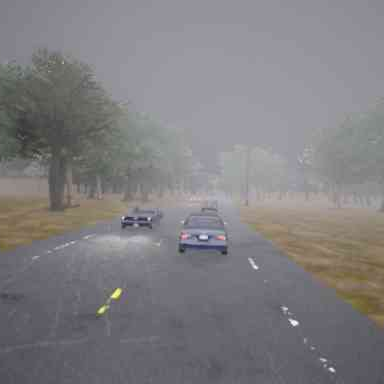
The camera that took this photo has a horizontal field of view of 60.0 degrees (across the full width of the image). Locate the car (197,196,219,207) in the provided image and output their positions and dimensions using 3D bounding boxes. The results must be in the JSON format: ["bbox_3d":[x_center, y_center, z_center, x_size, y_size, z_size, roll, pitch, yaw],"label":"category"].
[{"bbox_3d":[2.082,1.555,38.433,2.033,1.411,5.357,3,1,5],"label":"car"}]

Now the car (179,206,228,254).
[{"bbox_3d":[0.488,1.575,13.748,2.033,1.411,5.357,2,0,2],"label":"car"}]

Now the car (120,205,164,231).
[{"bbox_3d":[-2.922,1.499,20.206,1.895,1.301,4.718,2,0,3],"label":"car"}]

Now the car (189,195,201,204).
[{"bbox_3d":[0.758,1.271,61.036,2.097,1.767,4.553,2,1,7],"label":"car"}]
